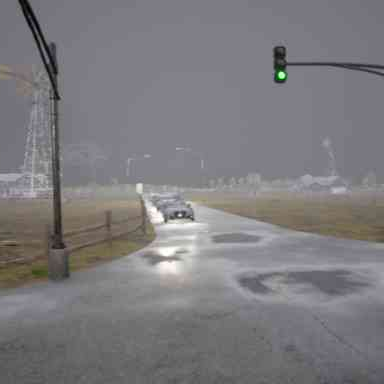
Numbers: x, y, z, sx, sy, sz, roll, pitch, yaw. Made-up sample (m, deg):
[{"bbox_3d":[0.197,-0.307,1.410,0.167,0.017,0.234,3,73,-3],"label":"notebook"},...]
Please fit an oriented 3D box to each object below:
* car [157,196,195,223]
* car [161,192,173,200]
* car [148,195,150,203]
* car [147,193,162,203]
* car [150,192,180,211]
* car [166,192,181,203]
[{"bbox_3d":[-1.071,1.233,22.649,1.994,1.385,4.181,-2,1,-9],"label":"car"},{"bbox_3d":[-4.750,0.683,61.764,1.812,1.442,4.674,-2,1,-10],"label":"car"},{"bbox_3d":[-4.153,1.051,41.116,1.895,1.301,4.718,-2,1,-9],"label":"car"},{"bbox_3d":[-5.833,0.884,51.589,2.033,1.411,5.357,-2,1,-10],"label":"car"},{"bbox_3d":[-2.520,1.055,31.268,2.128,1.511,4.902,-2,1,-10],"label":"car"},{"bbox_3d":[-2.934,0.759,51.540,1.837,1.490,4.892,-2,1,-9],"label":"car"}]
